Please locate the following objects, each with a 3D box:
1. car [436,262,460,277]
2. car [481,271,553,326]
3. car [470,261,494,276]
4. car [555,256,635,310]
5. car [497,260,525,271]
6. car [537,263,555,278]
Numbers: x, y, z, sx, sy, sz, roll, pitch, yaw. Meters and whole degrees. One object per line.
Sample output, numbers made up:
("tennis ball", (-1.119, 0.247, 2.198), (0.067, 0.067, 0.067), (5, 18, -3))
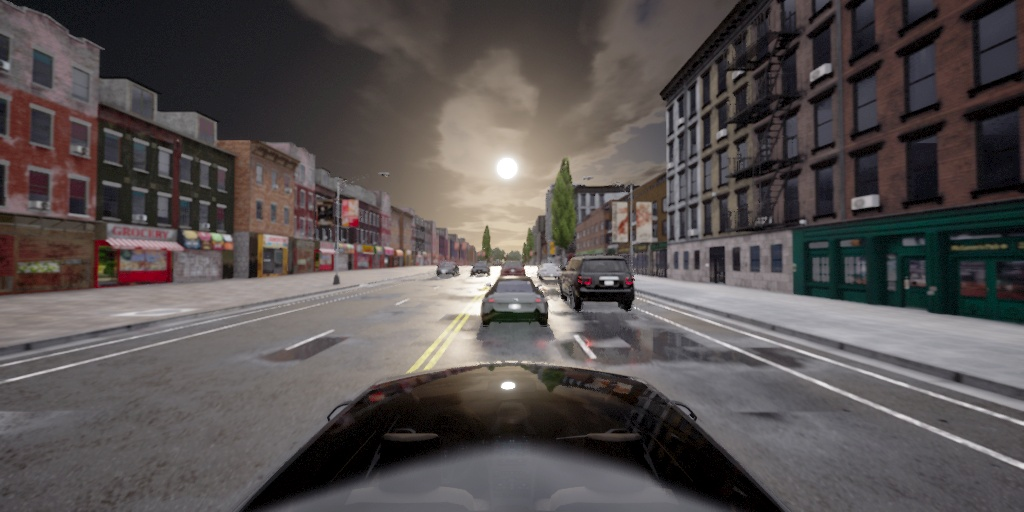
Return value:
("car", (-6.634, 1.373, 37.433), (2.128, 1.511, 4.902), (0, 0, 0))
("car", (0.077, 1.352, 11.799), (1.994, 1.385, 4.181), (0, 0, 0))
("car", (-3.385, 1.456, 39.106), (1.994, 1.385, 4.181), (0, 0, 0))
("car", (3.331, 1.017, 14.980), (2.150, 2.045, 5.566), (0, 0, 0))
("car", (0.061, 1.197, 30.904), (2.097, 1.767, 4.553), (0, 0, 0))
("car", (3.311, 1.377, 32.294), (1.812, 1.442, 4.674), (0, 0, 0))
